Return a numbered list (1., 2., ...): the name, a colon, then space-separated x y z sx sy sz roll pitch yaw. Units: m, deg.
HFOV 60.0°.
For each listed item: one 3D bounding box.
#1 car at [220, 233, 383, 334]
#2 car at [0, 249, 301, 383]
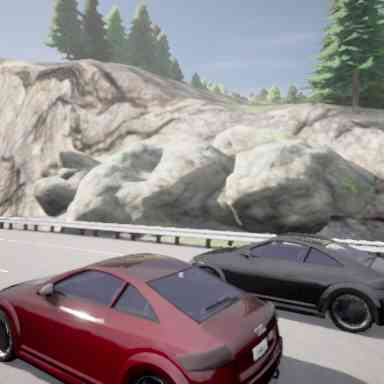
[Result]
1. car: 1.872 1.553 6.801 4.181 1.385 1.994 0 0 35
2. car: -0.957 1.562 4.508 4.181 1.385 1.994 0 0 35
